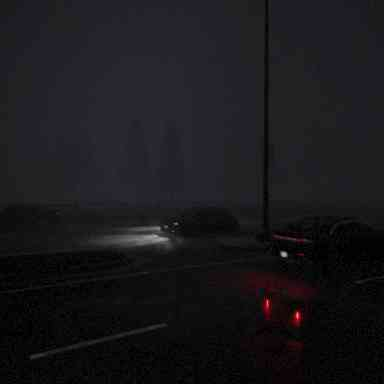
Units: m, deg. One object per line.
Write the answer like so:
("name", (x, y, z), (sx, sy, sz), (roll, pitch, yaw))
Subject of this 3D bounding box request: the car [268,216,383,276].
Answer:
("car", (4.616, 1.513, 10.430), (4.902, 1.511, 2.128), (0, 0, -31))

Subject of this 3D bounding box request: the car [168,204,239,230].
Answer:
("car", (0.776, 1.570, 21.771), (4.181, 1.385, 1.994), (0, 0, -30))

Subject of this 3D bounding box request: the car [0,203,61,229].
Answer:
("car", (-10.444, 1.460, 19.750), (4.892, 1.490, 1.837), (0, 0, -27))

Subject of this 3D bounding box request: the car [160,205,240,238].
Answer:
("car", (0.450, 1.568, 17.562), (4.181, 1.385, 1.994), (0, 0, -30))
